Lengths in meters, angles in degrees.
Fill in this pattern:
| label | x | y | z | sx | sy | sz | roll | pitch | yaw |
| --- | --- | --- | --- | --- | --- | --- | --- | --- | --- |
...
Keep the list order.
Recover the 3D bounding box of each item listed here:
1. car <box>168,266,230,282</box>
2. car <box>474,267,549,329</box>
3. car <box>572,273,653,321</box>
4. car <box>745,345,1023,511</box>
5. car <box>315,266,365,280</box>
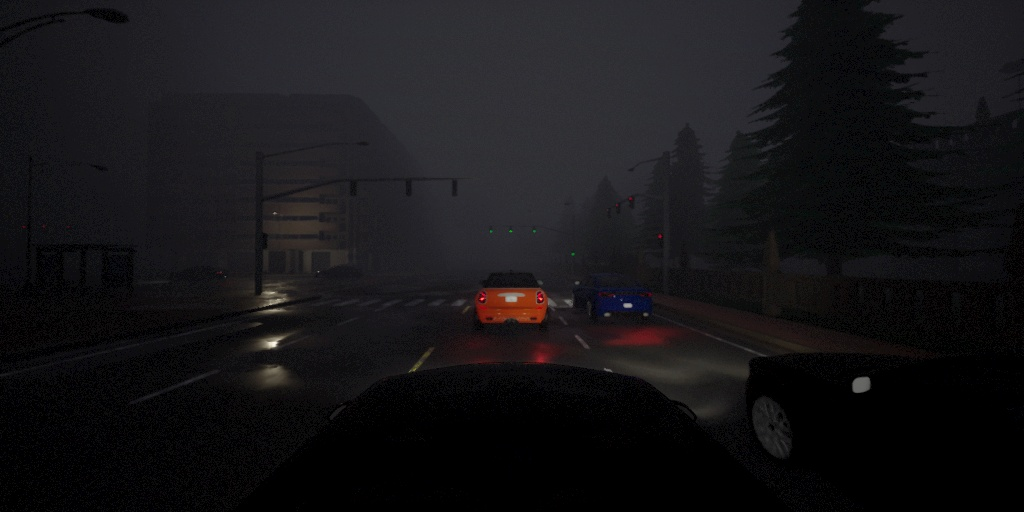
| label | x | y | z | sx | sy | sz | roll | pitch | yaw |
| --- | --- | --- | --- | --- | --- | --- | --- | --- | --- |
| car | -29.669 | 1.719 | 34.047 | 4.892 | 1.490 | 1.837 | 0 | -1 | -1 |
| car | -0.016 | 1.226 | 11.878 | 2.097 | 1.767 | 4.553 | 0 | -1 | 0 |
| car | 3.483 | 1.368 | 13.254 | 1.882 | 1.535 | 5.008 | 0 | -1 | 0 |
| car | 3.379 | 1.228 | 1.850 | 1.882 | 1.535 | 5.008 | 0 | -1 | 2 |
| car | -18.078 | 1.759 | 37.753 | 4.892 | 1.490 | 1.837 | 0 | 1 | -3 |
